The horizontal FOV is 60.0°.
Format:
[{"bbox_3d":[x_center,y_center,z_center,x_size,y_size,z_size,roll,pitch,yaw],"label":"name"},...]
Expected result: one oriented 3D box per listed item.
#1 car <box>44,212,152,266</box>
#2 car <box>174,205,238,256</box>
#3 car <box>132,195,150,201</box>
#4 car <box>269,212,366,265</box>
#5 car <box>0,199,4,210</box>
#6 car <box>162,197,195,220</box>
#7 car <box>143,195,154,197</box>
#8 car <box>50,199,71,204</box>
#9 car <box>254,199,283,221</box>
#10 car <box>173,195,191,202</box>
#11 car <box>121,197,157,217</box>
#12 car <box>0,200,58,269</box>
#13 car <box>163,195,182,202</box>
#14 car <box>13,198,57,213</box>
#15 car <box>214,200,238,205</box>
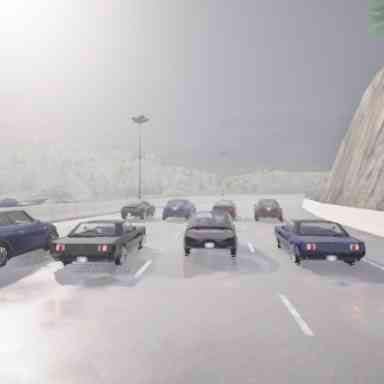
[{"bbox_3d":[-2.885,1.579,11.436,1.895,1.301,4.718,0,0,4],"label":"car"},{"bbox_3d":[0.761,1.474,13.000,2.128,1.511,4.902,0,0,5],"label":"car"},{"bbox_3d":[-11.689,1.452,77.054,1.895,1.301,4.718,0,0,23],"label":"car"},{"bbox_3d":[4.143,1.592,11.678,1.895,1.301,4.718,0,0,4],"label":"car"},{"bbox_3d":[-24.085,1.500,37.921,1.895,1.301,4.718,0,0,12],"label":"car"},{"bbox_3d":[-0.938,1.311,27.303,2.097,1.767,4.553,0,0,9],"label":"car"},{"bbox_3d":[-9.054,1.398,74.335,1.812,1.442,4.674,0,0,22],"label":"car"},{"bbox_3d":[-14.146,1.449,34.017,1.812,1.442,4.674,0,0,11],"label":"car"},{"bbox_3d":[6.100,1.325,26.948,2.097,1.767,4.553,0,0,10],"label":"car"},{"bbox_3d":[-2.189,1.365,72.580,1.882,1.535,5.008,0,0,23],"label":"car"},{"bbox_3d":[-4.405,1.456,27.829,1.837,1.490,4.892,0,0,9],"label":"car"},{"bbox_3d":[-6.387,1.323,11.209,2.097,1.767,4.553,0,0,4],"label":"car"},{"bbox_3d":[-4.445,1.392,76.096,2.033,1.411,5.357,0,0,23],"label":"car"},{"bbox_3d":[-17.185,1.419,36.646,1.837,1.490,4.892,0,0,12],"label":"car"},{"bbox_3d":[2.885,1.441,28.911,1.882,1.535,5.008,0,0,10],"label":"car"}]
